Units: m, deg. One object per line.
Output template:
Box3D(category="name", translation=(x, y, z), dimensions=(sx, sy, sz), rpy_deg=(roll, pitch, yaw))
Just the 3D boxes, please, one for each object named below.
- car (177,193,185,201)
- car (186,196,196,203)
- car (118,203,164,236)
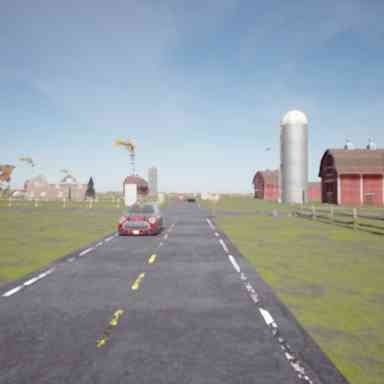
Box3D(category="car", translation=(-3.006, 1.360, 90.990), dimensions=(2.150, 2.045, 5.566), rpy_deg=(0, 0, -2))
Box3D(category="car", translation=(-0.060, 1.976, 86.501), dimensions=(1.882, 1.535, 5.008), rpy_deg=(0, 0, -2))
Box3D(category="car", translation=(-2.826, 1.459, 19.110), dimensions=(2.097, 1.767, 4.553), rpy_deg=(0, 0, 0))
